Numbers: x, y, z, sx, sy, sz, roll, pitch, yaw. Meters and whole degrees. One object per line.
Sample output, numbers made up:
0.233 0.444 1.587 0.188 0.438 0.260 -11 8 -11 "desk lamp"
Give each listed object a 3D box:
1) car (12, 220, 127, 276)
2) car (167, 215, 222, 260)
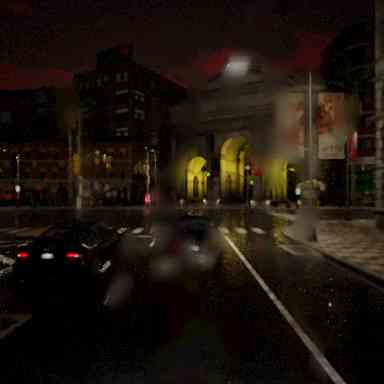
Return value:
-3.425 1.582 10.413 2.033 1.411 5.357 0 0 0 "car"
0.101 1.566 12.474 1.812 1.442 4.674 0 0 1 "car"
